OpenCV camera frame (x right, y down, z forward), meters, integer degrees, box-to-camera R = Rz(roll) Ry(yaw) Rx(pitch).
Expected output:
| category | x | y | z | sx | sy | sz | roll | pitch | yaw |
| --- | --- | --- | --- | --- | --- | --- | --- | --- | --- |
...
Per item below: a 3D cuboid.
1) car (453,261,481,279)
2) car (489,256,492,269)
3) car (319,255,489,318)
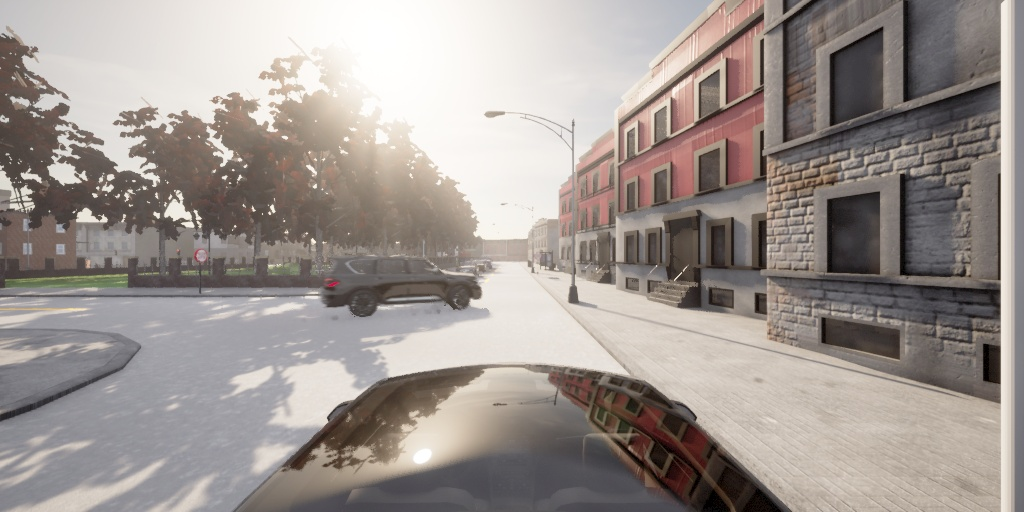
| category | x | y | z | sx | sy | sz | roll | pitch | yaw |
| --- | --- | --- | --- | --- | --- | --- | --- | --- | --- |
| car | -4.179 | 1.241 | 34.182 | 2.128 | 1.511 | 4.902 | 0 | 0 | 0 |
| car | -4.198 | 0.971 | 55.065 | 2.150 | 2.045 | 5.566 | 0 | 0 | 0 |
| car | -3.926 | 0.974 | 13.187 | 5.566 | 2.045 | 2.150 | 0 | 1 | -28 |
